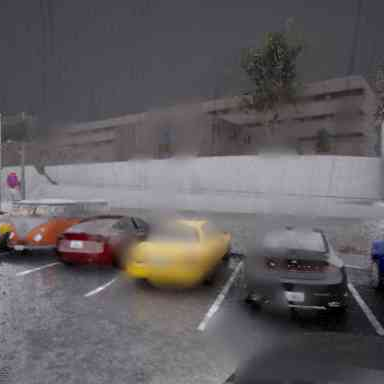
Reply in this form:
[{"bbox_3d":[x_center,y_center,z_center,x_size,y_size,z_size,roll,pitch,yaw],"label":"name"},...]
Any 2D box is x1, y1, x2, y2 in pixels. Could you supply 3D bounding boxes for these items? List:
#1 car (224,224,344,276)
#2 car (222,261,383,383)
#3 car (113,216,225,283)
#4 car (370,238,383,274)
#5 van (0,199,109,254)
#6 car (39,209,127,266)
[{"bbox_3d":[2.331,1.487,7.812,2.231,1.521,4.892,0,-1,15],"label":"car"},{"bbox_3d":[2.602,1.551,1.527,5.357,1.411,2.033,0,0,36],"label":"car"},{"bbox_3d":[-0.046,1.479,9.728,1.946,1.575,5.366,0,-1,15],"label":"car"},{"bbox_3d":[4.768,1.492,6.088,2.097,1.535,5.008,1,0,16],"label":"car"},{"bbox_3d":[-4.976,1.246,12.901,1.878,1.987,4.442,1,-1,16],"label":"van"},{"bbox_3d":[-2.517,1.507,11.309,2.163,1.488,4.792,0,-1,15],"label":"car"}]
